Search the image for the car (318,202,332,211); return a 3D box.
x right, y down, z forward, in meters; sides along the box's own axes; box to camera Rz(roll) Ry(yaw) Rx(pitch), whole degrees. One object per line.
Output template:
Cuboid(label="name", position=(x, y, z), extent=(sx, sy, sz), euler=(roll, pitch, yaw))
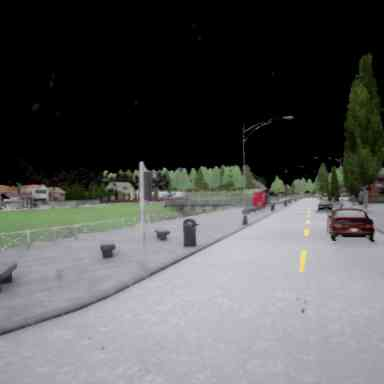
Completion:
Cuboid(label="car", position=(18.316, 1.959, 45.666), extent=(1.895, 1.301, 4.718), euler=(-1, -1, 20))

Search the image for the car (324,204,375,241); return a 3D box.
Cuboid(label="car", position=(8.202, 1.598, 17.467), extent=(1.882, 1.535, 5.008), euler=(-1, -1, 20))
